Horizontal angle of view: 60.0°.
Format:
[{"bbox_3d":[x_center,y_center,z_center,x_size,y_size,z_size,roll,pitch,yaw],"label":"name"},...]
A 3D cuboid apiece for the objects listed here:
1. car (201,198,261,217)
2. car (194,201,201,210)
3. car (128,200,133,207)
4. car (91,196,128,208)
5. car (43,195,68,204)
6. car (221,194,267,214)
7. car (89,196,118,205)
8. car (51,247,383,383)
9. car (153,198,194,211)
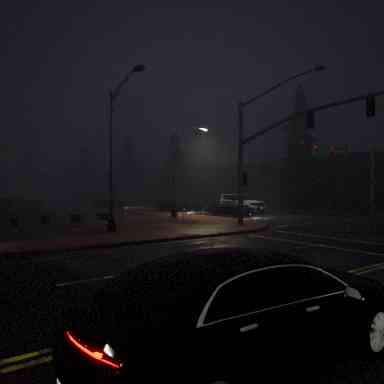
[{"bbox_3d":[3.536,1.547,31.219,2.033,1.411,5.357,0,0,-36],"label":"car"},{"bbox_3d":[-0.889,1.478,42.496,1.882,1.535,5.008,0,0,-43],"label":"car"},{"bbox_3d":[-11.149,1.526,51.041,4.674,1.442,1.812,0,0,31],"label":"car"},{"bbox_3d":[-11.978,1.601,47.553,4.718,1.301,1.895,0,0,31],"label":"car"},{"bbox_3d":[-26.261,1.352,63.788,4.553,1.767,2.097,0,0,9],"label":"car"},{"bbox_3d":[5.184,1.221,34.844,2.150,2.045,5.566,0,0,-37],"label":"car"},{"bbox_3d":[-16.301,1.478,61.324,5.008,1.535,1.882,0,0,21],"label":"car"},{"bbox_3d":[0.807,1.505,4.374,4.892,1.490,1.837,0,0,-35],"label":"car"},{"bbox_3d":[-2.526,1.547,39.222,2.033,1.411,5.357,0,0,-39],"label":"car"}]
